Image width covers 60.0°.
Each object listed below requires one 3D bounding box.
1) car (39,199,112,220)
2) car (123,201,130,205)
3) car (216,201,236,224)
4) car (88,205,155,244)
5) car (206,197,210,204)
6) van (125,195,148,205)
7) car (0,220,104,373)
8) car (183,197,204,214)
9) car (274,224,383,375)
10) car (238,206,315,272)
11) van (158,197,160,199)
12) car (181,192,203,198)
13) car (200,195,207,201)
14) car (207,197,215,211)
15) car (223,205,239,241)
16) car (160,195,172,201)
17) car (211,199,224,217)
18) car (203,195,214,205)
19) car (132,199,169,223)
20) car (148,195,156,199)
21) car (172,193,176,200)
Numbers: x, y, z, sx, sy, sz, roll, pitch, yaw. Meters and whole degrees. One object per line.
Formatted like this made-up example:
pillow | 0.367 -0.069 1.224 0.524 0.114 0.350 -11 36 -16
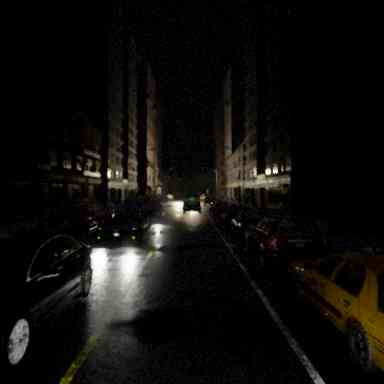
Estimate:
car | -5.669 1.294 16.246 2.192 1.841 5.009 0 0 0
car | -5.668 1.521 21.773 2.008 1.369 4.403 0 0 0
car | 2.858 1.535 21.771 1.947 1.339 4.313 0 0 0
car | -3.085 1.544 15.544 1.994 1.385 4.181 0 0 0
car | 2.860 1.520 38.349 1.802 1.307 4.206 0 0 0
van | -5.667 1.291 32.824 1.690 1.788 3.998 0 0 0
car | -3.104 1.499 5.683 1.837 1.490 4.892 0 0 -1
car | 0.002 1.546 34.792 1.895 1.301 4.718 0 0 0
car | 2.857 1.519 5.363 1.752 1.417 4.829 0 0 0
car | 2.857 1.426 10.719 1.967 1.590 4.097 0 0 0
van | -5.663 1.268 43.875 1.690 1.788 3.998 0 0 0
car | 0.016 1.146 46.209 2.150 2.045 5.566 0 0 0
car | 2.863 1.366 82.725 1.752 1.417 4.829 0 0 0
car | 2.859 1.500 32.823 2.008 1.369 4.403 0 0 0
car | 2.857 1.529 16.245 2.008 1.369 4.403 0 0 0
car | -5.664 1.317 65.979 1.967 1.590 4.097 0 0 0
car | 2.859 1.504 27.298 1.887 1.381 4.507 0 0 0
car | 3.005 1.376 56.384 1.882 1.535 5.008 0 0 0
car | -3.048 1.489 25.476 1.812 1.442 4.674 0 0 1
car | -5.666 1.254 38.350 2.192 1.841 5.009 0 0 0
car | -5.662 1.368 82.387 1.752 1.417 4.829 0 0 0
